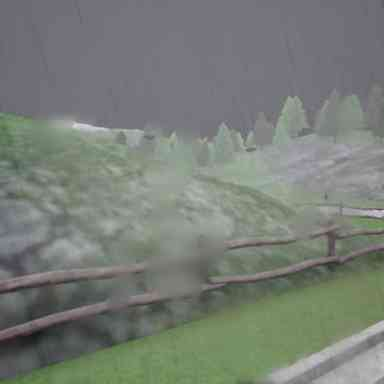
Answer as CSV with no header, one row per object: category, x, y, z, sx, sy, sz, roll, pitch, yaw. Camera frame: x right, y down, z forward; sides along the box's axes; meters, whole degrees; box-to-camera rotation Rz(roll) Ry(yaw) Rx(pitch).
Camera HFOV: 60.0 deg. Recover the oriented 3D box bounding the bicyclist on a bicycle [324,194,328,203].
bicyclist on a bicycle,19.204,1.021,47.558,0.582,1.620,1.656,0,0,34
